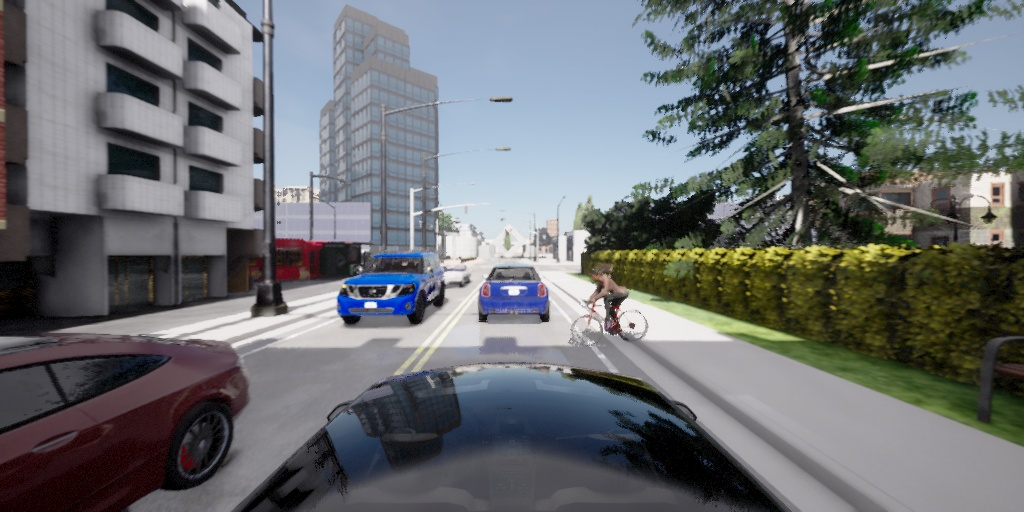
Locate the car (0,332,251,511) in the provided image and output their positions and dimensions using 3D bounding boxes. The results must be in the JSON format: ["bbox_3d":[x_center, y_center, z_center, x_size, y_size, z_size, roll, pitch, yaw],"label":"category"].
[{"bbox_3d":[-3.574,1.280,1.850,1.812,1.442,4.674,0,0,-1],"label":"car"}]

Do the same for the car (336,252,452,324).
[{"bbox_3d":[-3.651,0.885,11.984,2.150,2.045,5.566,0,1,0],"label":"car"}]

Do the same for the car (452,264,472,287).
[{"bbox_3d":[-3.682,1.171,22.325,1.895,1.301,4.718,0,1,0],"label":"car"}]

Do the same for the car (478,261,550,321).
[{"bbox_3d":[0.041,1.009,12.174,2.097,1.767,4.553,0,1,0],"label":"car"}]

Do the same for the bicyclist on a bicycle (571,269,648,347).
[{"bbox_3d":[2.012,1.074,7.595,1.656,1.620,0.582,-7,1,0],"label":"bicyclist on a bicycle"}]
